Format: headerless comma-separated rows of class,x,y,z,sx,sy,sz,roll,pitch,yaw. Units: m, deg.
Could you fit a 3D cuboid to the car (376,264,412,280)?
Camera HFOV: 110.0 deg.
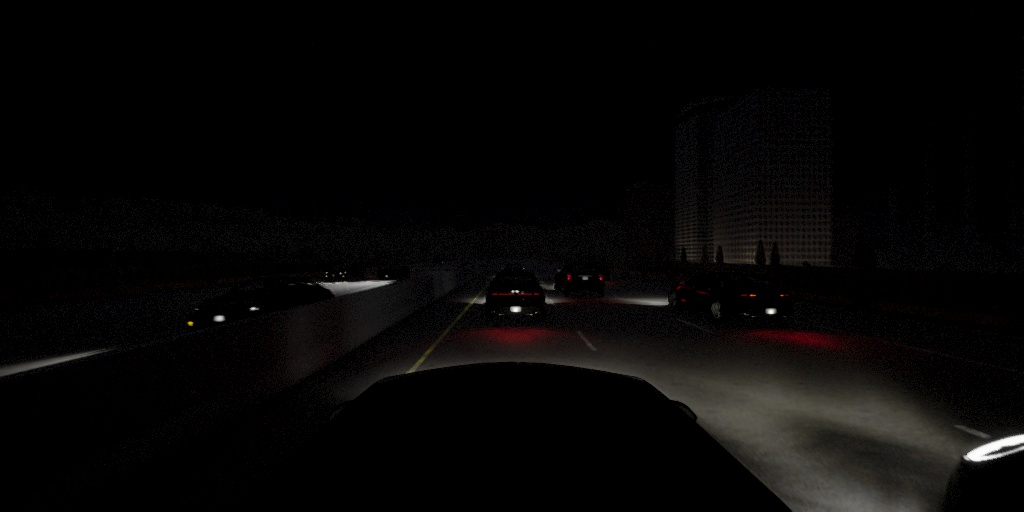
car,-10.579,1.401,32.488,1.895,1.301,4.718,0,0,0

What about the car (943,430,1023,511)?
car,3.599,1.100,0.181,2.097,1.767,4.553,0,0,0

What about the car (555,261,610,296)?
car,3.611,1.128,19.782,2.097,1.767,4.553,0,0,0

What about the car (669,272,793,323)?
car,7.106,1.268,12.252,1.837,1.490,4.892,0,0,0

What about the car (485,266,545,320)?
car,0.107,1.269,12.613,1.837,1.490,4.892,0,0,0

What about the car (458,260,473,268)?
car,-7.038,1.365,54.711,1.812,1.442,4.674,0,0,0

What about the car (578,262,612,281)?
car,7.118,1.301,31.222,1.837,1.490,4.892,0,0,0

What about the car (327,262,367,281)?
car,-14.078,1.301,30.652,1.837,1.490,4.892,0,0,0

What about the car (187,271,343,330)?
car,-7.094,1.326,10.675,1.994,1.385,4.181,0,0,0

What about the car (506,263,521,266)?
car,0.118,1.344,31.001,2.033,1.411,5.357,0,0,0
